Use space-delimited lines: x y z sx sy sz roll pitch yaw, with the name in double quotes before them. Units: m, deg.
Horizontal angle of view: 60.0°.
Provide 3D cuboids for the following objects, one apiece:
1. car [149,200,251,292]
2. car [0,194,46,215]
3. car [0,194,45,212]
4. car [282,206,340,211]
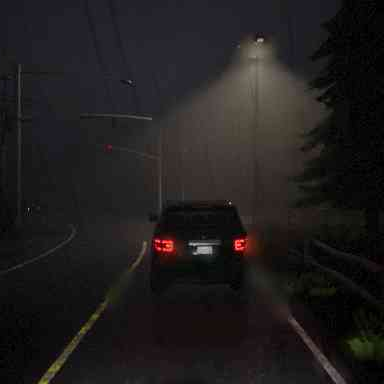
"car" 0.010 1.221 9.128 2.150 2.045 5.566 0 0 -5
"car" -17.568 1.221 34.203 5.566 2.045 2.150 0 0 30
"car" -20.592 1.221 39.701 5.566 2.045 2.150 0 0 21
"car" 10.708 1.628 30.204 4.718 1.301 1.895 0 0 0
